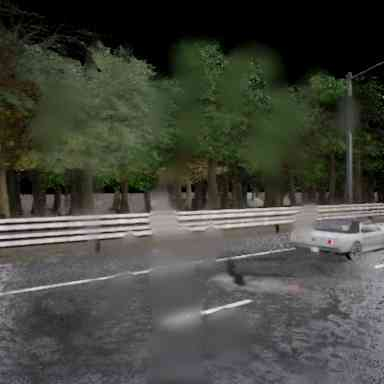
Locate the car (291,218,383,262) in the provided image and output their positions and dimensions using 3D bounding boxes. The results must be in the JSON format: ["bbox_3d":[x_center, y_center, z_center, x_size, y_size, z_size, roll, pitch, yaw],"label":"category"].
[{"bbox_3d":[5.858,1.601,12.235,4.718,1.301,1.895,0,0,-35],"label":"car"}]
